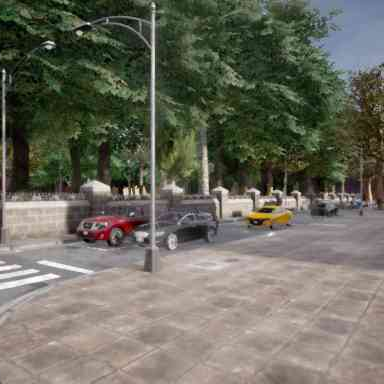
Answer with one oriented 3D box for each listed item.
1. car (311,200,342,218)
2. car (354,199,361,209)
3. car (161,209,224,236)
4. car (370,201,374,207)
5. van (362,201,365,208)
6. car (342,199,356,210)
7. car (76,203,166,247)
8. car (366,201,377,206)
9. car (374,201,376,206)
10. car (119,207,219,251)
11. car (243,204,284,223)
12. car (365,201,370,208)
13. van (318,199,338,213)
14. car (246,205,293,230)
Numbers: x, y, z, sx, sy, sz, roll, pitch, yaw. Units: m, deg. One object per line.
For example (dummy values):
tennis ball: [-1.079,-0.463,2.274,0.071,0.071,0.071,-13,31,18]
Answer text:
car: [14.323,1.942,35.865,1.882,1.535,5.008,0,-1,36]
car: [28.808,2.408,60.365,1.947,1.339,4.313,-1,-1,36]
car: [0.133,1.787,20.582,1.802,1.307,4.206,-1,-1,36]
car: [38.367,2.645,73.626,1.947,1.339,4.313,-1,-1,36]
van: [31.994,2.261,64.790,1.690,1.788,3.998,-1,-1,36]
car: [25.622,2.317,55.946,2.008,1.369,4.403,-1,-1,36]
car: [-3.054,1.457,16.166,2.192,1.841,5.009,-1,-1,36]
car: [44.349,2.814,81.975,1.802,1.307,4.206,-1,-1,36]
car: [41.276,2.704,77.678,2.008,1.369,4.403,-1,-1,36]
car: [-0.630,1.644,15.170,2.128,1.511,4.902,0,-1,36]
car: [6.405,1.860,29.286,1.752,1.417,4.829,-1,-1,36]
car: [35.081,2.522,69.069,1.752,1.417,4.829,-1,-1,36]
van: [19.249,1.959,47.109,1.690,1.788,3.998,-1,-1,36]
car: [5.633,1.756,23.857,1.882,1.535,5.008,0,-1,36]
